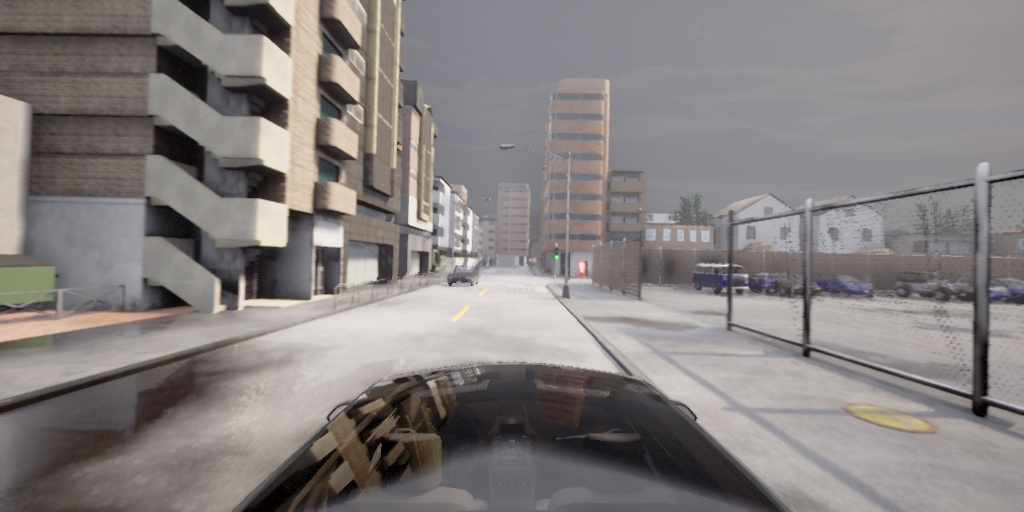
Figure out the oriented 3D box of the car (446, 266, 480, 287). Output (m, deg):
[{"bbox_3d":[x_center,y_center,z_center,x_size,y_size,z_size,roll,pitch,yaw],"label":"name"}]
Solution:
[{"bbox_3d":[-3.499,1.433,26.780,2.033,1.411,5.357,2,-1,1],"label":"car"}]
